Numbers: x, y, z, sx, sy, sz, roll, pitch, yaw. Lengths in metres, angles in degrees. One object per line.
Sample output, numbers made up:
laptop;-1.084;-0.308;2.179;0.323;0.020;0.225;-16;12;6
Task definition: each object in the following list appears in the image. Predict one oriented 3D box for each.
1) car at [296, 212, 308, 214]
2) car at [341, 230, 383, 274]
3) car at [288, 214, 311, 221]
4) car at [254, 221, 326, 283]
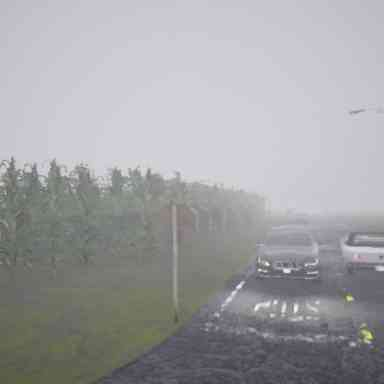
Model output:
car;12.504;2.983;37.866;2.033;1.411;5.357;-2;-3;19
car;6.332;2.009;11.747;1.895;1.301;4.718;-2;-3;22
car;6.928;2.402;21.744;1.994;1.385;4.181;-2;-3;18
car;3.319;1.950;11.214;1.837;1.490;4.892;-2;-3;19
